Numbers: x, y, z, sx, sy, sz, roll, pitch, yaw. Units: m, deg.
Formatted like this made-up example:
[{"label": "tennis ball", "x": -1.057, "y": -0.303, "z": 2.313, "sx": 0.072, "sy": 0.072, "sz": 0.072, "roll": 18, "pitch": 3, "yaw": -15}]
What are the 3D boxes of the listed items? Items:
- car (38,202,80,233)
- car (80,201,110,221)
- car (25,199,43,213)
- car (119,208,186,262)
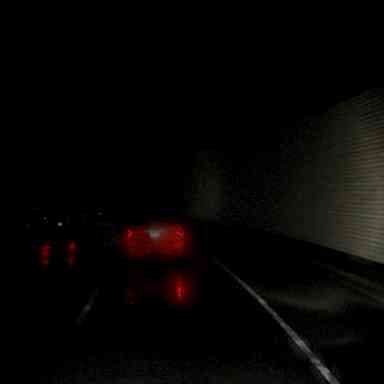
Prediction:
[{"label": "car", "x": -8.082, "y": 1.534, "z": 19.993, "sx": 1.812, "sy": 1.442, "sz": 4.674, "roll": 1, "pitch": 0, "yaw": -25}, {"label": "car", "x": -8.256, "y": 1.508, "z": 27.771, "sx": 1.882, "sy": 1.535, "sz": 5.008, "roll": 0, "pitch": 0, "yaw": -29}, {"label": "car", "x": -17.062, "y": 1.526, "z": 36.259, "sx": 1.812, "sy": 1.442, "sz": 4.674, "roll": 0, "pitch": 0, "yaw": -30}, {"label": "car", "x": -1.639, "y": 1.378, "z": 12.517, "sx": 2.097, "sy": 1.767, "sz": 4.553, "roll": 0, "pitch": 0, "yaw": -13}]
